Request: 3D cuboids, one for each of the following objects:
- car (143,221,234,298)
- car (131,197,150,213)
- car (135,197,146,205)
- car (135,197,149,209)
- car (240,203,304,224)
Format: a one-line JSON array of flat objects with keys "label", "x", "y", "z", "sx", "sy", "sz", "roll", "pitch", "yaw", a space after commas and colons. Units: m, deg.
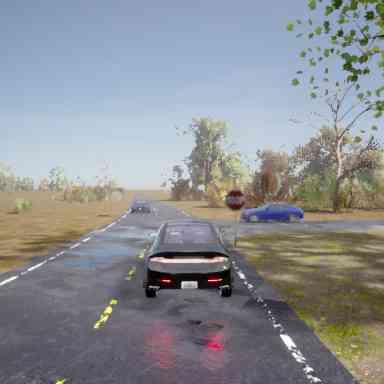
[{"label": "car", "x": -0.106, "y": 1.492, "z": 8.525, "sx": 2.128, "sy": 1.511, "sz": 4.902, "roll": 0, "pitch": 0, "yaw": -1}, {"label": "car", "x": -5.597, "y": 1.558, "z": 36.402, "sx": 1.994, "sy": 1.385, "sz": 4.181, "roll": 0, "pitch": 0, "yaw": -8}, {"label": "car", "x": -9.219, "y": 1.549, "z": 59.415, "sx": 1.994, "sy": 1.385, "sz": 4.181, "roll": 0, "pitch": 0, "yaw": -9}, {"label": "car", "x": -7.046, "y": 1.516, "z": 46.380, "sx": 1.812, "sy": 1.442, "sz": 4.674, "roll": 0, "pitch": 0, "yaw": -9}, {"label": "car", "x": 5.923, "y": 1.545, "z": 24.706, "sx": 4.674, "sy": 1.442, "sz": 1.812, "roll": 0, "pitch": 0, "yaw": -3}]
